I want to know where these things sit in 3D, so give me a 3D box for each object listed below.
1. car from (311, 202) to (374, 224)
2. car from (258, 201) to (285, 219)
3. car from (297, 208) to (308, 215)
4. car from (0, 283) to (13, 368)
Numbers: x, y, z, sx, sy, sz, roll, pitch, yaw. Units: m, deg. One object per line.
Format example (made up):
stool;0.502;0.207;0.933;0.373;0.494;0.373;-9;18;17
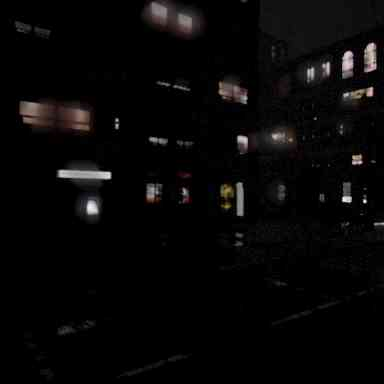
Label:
car;11.308;1.578;25.012;1.994;1.385;4.181;1;0;-36
car;5.867;1.453;27.930;1.967;1.590;4.097;0;0;-36
car;12.463;1.629;32.698;2.008;1.369;4.403;0;0;-36
car;-4.103;1.571;3.117;4.313;1.339;1.947;0;1;-36
